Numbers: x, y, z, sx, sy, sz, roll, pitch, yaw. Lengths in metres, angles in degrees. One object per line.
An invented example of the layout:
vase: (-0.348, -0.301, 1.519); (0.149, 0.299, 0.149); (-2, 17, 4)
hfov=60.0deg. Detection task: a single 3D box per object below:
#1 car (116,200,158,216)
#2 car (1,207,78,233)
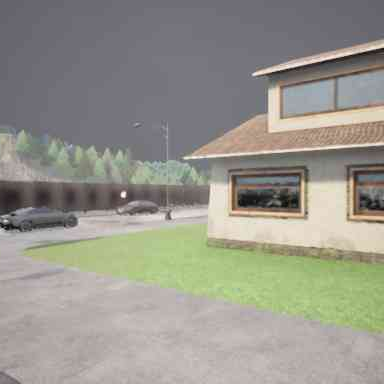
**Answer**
car: (-5.221, 1.518, 32.252); (1.812, 1.442, 4.674); (0, 0, 35)
car: (-9.013, 1.558, 19.916); (1.994, 1.385, 4.181); (0, 0, 36)
